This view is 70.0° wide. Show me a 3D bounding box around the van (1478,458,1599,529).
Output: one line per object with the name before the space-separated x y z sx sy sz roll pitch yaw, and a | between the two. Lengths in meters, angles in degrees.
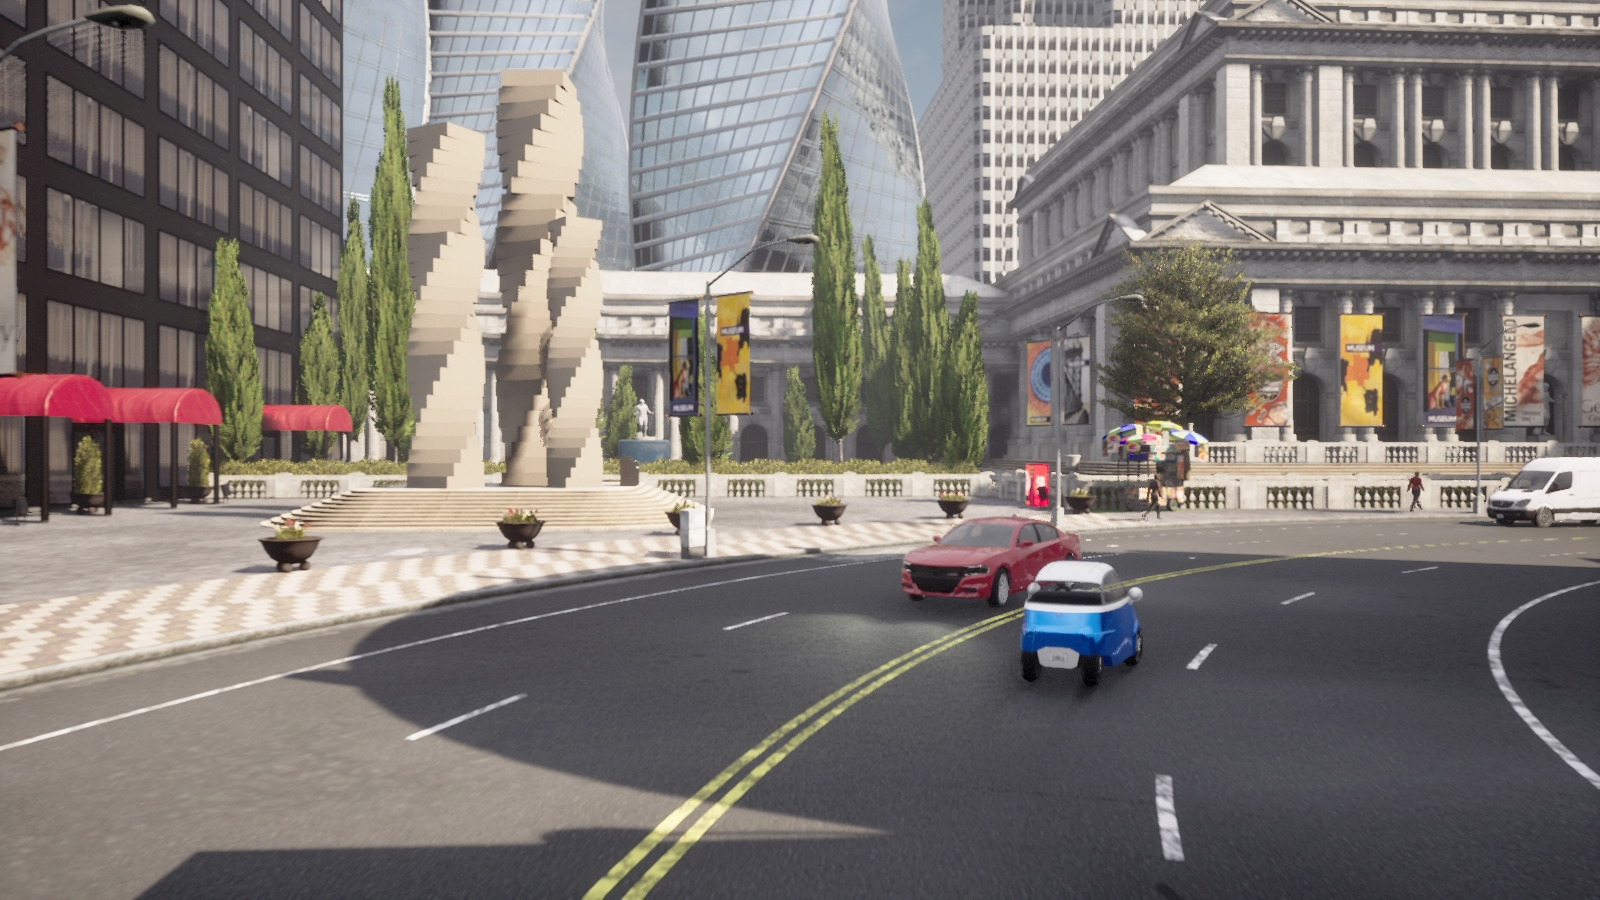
van | 28.667 1.565 42.641 5.915 2.561 1.988 0 0 -11

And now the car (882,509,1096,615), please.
car | 3.796 2.050 22.139 2.097 1.535 5.006 0 0 36

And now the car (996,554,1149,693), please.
car | 3.517 2.131 14.548 1.481 1.376 2.207 0 0 24

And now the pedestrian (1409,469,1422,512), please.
pedestrian | 26.341 1.731 48.910 0.375 1.860 0.375 0 0 -32

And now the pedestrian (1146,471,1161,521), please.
pedestrian | 13.232 1.726 42.752 0.375 1.860 0.375 0 0 -23
